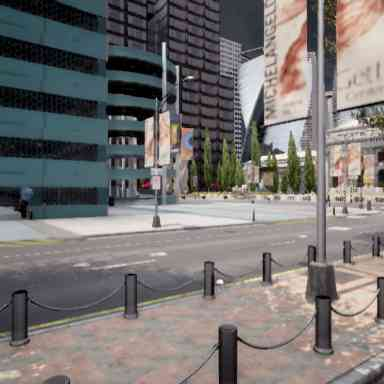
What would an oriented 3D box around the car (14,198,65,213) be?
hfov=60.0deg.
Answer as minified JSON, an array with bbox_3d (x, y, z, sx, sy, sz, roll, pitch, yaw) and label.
[{"bbox_3d":[-14.564,1.282,32.114,4.674,1.452,2.002,0,0,-36],"label":"car"}]

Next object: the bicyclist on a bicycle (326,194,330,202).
[{"bbox_3d":[28.535,1.274,69.691,1.656,1.620,0.582,0,0,-36],"label":"bicyclist on a bicycle"}]
